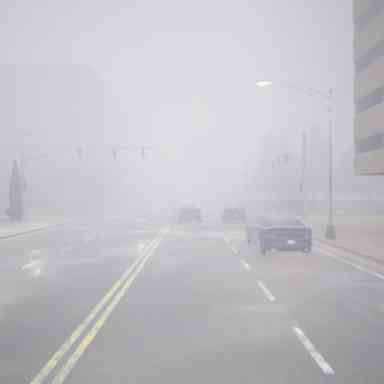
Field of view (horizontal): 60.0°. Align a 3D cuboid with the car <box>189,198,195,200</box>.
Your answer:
[{"bbox_3d":[-0.023,2.436,88.822,1.882,1.535,5.008,0,-1,0],"label":"car"}]

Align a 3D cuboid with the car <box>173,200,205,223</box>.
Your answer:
[{"bbox_3d":[-0.481,1.781,29.154,1.882,1.535,5.008,0,0,-10],"label":"car"}]

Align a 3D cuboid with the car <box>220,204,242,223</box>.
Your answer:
[{"bbox_3d":[3.525,1.789,29.219,1.882,1.535,5.008,0,0,1],"label":"car"}]

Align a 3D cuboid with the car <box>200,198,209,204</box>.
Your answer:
[{"bbox_3d":[3.477,2.437,89.085,1.882,1.535,5.008,0,-1,0],"label":"car"}]

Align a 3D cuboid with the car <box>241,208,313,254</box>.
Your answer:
[{"bbox_3d":[3.519,1.633,14.226,1.882,1.535,5.008,0,0,0],"label":"car"}]
